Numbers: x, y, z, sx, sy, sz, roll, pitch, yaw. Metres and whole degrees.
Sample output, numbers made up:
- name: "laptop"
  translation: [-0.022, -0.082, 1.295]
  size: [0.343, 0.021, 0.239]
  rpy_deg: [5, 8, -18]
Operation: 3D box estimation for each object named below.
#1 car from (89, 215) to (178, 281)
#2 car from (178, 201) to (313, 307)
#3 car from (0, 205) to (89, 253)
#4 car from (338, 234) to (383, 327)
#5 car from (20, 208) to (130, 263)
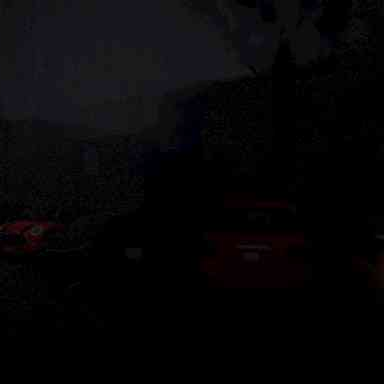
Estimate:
- name: "car"
  translation: [-0.740, 1.517, 10.026]
  size: [2.163, 1.488, 4.792]
  rpy_deg: [0, -1, 15]
- name: "car"
  translation: [1.711, 1.236, 8.291]
  size: [2.435, 2.045, 5.566]
  rpy_deg: [0, -1, 15]
- name: "car"
  translation: [-5.626, 1.368, 13.500]
  size: [2.185, 1.767, 4.553]
  rpy_deg: [0, -1, 15]
- name: "car"
  translation: [4.200, 1.486, 6.701]
  size: [1.946, 1.575, 5.366]
  rpy_deg: [0, -1, 15]
- name: "car"
  translation: [-3.185, 1.491, 11.738]
  size: [2.231, 1.521, 4.892]
  rpy_deg: [0, -1, 15]
